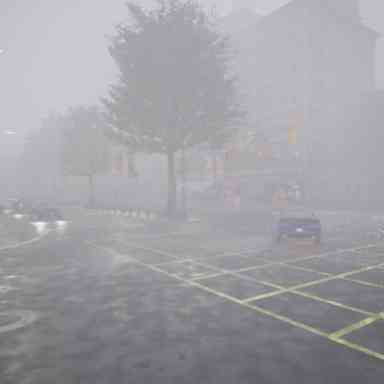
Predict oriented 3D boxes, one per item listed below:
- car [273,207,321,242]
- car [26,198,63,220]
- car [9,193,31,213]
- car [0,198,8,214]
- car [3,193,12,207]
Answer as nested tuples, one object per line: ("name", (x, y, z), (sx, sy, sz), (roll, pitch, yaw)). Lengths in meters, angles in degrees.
("car", (5.059, 1.454, 16.406), (1.882, 1.535, 5.008), (1, 0, 12))
("car", (-12.298, 1.496, 27.963), (1.837, 1.490, 4.892), (0, 0, -35))
("car", (-18.155, 1.345, 36.279), (2.097, 1.767, 4.553), (0, 0, -35))
("car", (-20.724, 1.593, 34.455), (1.895, 1.301, 4.718), (0, 0, -35))
("car", (-24.257, 1.215, 44.976), (2.150, 2.045, 5.566), (0, 0, -35))
